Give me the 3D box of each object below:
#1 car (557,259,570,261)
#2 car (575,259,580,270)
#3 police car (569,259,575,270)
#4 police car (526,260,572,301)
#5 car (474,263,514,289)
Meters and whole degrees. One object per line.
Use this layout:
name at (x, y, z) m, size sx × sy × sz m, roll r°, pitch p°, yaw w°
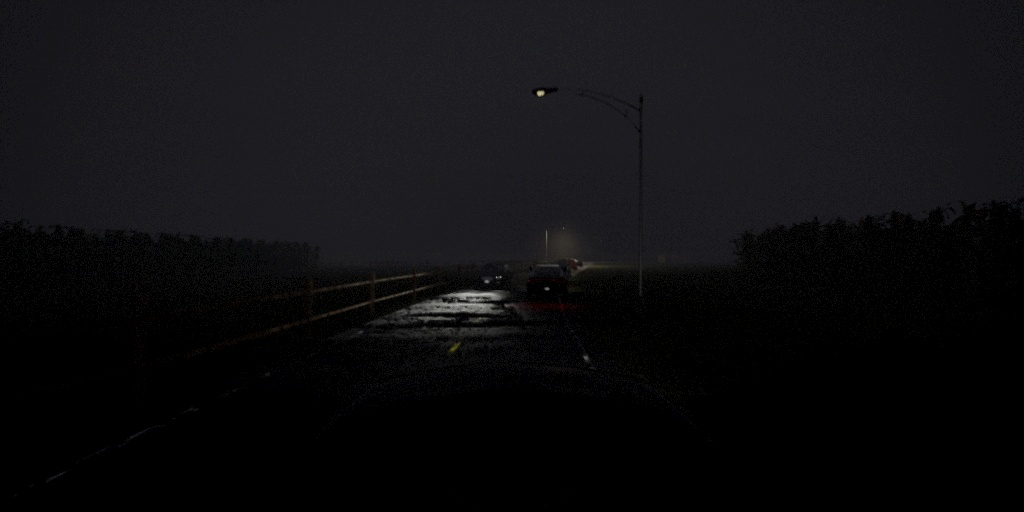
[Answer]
car at (3.218, 1.226, 27.408) m, size 1.882 × 1.535 × 5.008 m, roll 0°, pitch 0°, yaw 11°
car at (8.295, 1.211, 51.583) m, size 1.882 × 1.535 × 5.008 m, roll 0°, pitch 0°, yaw 15°
police car at (4.439, 1.171, 33.302) m, size 1.930 × 1.638 × 5.238 m, roll 0°, pitch 0°, yaw 13°
police car at (1.767, 1.179, 17.779) m, size 1.930 × 1.638 × 5.238 m, roll 0°, pitch 0°, yaw 7°
car at (-1.086, 1.231, 23.286) m, size 2.128 × 1.511 × 4.902 m, roll 0°, pitch 0°, yaw 9°
